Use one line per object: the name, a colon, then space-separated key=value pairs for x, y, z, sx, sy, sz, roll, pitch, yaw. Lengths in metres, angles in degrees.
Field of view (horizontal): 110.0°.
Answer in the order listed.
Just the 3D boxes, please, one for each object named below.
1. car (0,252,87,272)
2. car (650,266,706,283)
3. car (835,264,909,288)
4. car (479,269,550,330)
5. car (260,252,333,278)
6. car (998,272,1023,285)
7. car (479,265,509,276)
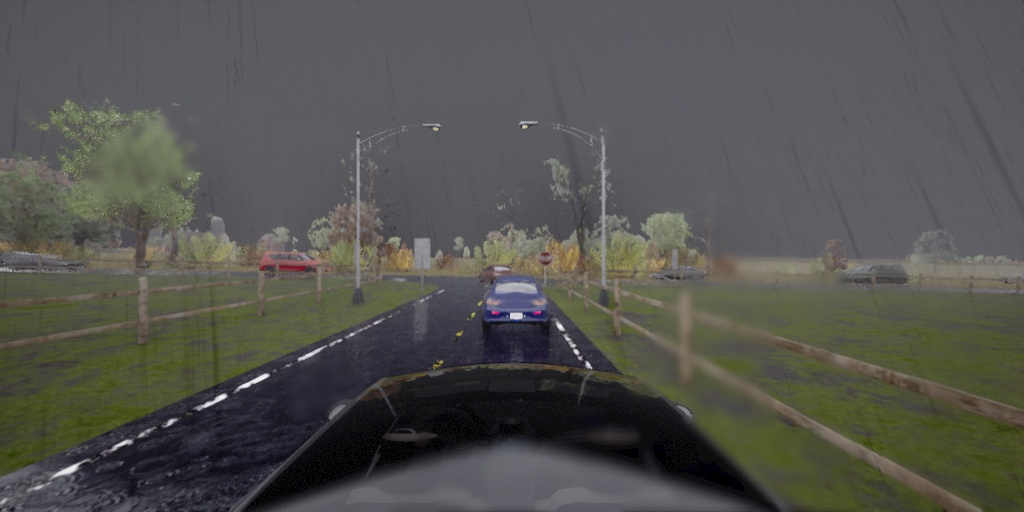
car: x=-39.926 y=0.576 z=30.735 sx=5.357 sy=1.411 sz=2.033 roll=1 pitch=1 yaw=0
car: x=15.539 y=1.693 z=33.594 sx=4.902 sy=1.511 sz=2.128 roll=1 pitch=1 yaw=0
car: x=33.637 y=1.807 z=33.561 sx=5.566 sy=2.045 sz=2.150 roll=1 pitch=1 yaw=0
car: x=0.111 y=1.306 z=11.082 sx=1.812 sy=1.442 sz=4.674 roll=0 pitch=0 yaw=0
car: x=-18.398 y=0.719 z=30.689 sx=5.566 sy=2.045 sz=2.150 roll=1 pitch=1 yaw=0
car: x=49.117 y=2.066 z=33.445 sx=5.357 sy=1.411 sz=2.033 roll=1 pitch=1 yaw=0
car: x=-1.117 y=1.358 z=26.368 sx=1.812 sy=1.442 sz=4.674 roll=0 pitch=0 yaw=-18
